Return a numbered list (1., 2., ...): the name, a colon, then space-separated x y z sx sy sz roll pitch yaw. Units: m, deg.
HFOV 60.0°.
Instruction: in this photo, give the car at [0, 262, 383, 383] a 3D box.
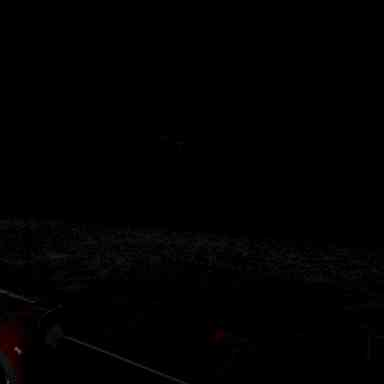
1. car: -0.360 1.441 3.222 4.097 1.590 1.967 0 0 35
